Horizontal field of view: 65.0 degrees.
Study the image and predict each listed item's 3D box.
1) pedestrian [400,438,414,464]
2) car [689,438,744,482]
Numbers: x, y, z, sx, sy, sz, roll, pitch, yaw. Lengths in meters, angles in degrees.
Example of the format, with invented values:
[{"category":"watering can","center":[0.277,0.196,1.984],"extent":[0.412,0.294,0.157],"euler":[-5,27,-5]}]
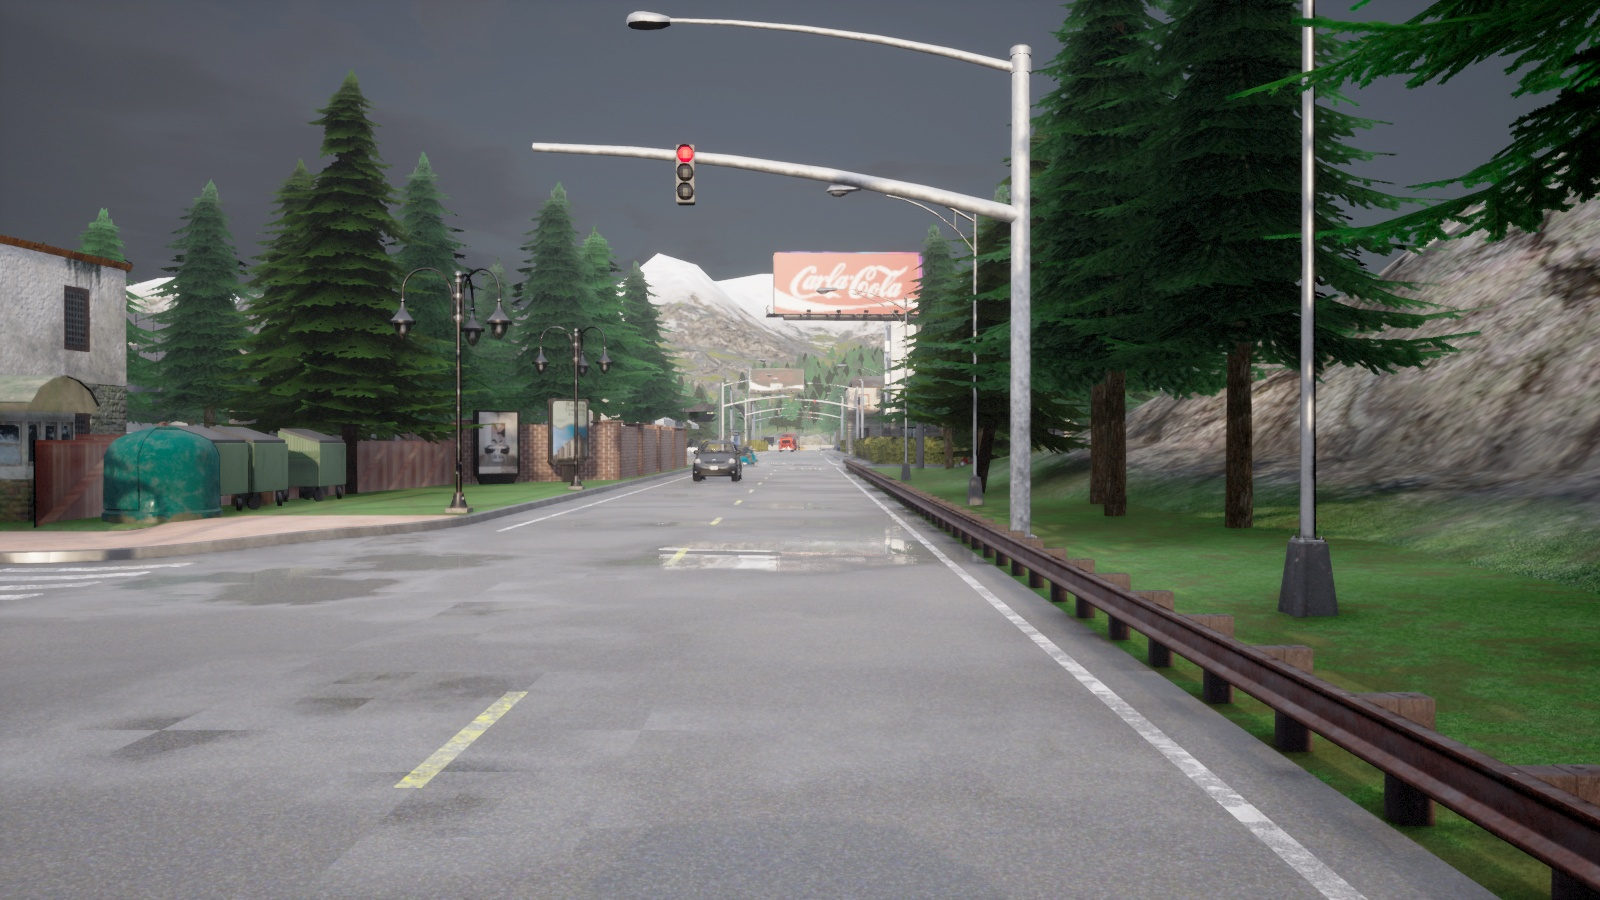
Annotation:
[{"category":"pedestrian","center":[-28.181,0.053,90.009],"extent":[0.849,1.883,0.563],"euler":[0,0,0]},{"category":"car","center":[-3.204,0.366,48.909],"extent":[1.851,1.617,3.988],"euler":[0,0,0]}]
